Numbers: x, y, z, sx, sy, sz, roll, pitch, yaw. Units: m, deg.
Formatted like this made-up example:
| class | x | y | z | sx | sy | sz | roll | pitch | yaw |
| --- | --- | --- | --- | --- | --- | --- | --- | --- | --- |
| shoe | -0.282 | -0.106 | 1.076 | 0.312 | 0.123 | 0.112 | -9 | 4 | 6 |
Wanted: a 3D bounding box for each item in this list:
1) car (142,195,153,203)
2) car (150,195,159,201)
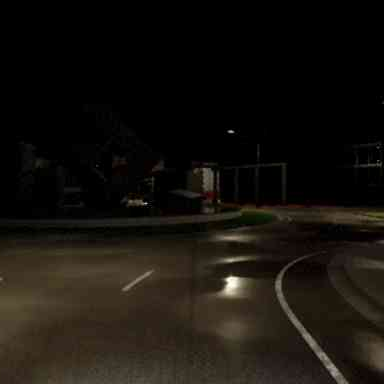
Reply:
| class | x | y | z | sx | sy | sz | roll | pitch | yaw |
| --- | --- | --- | --- | --- | --- | --- | --- | --- | --- |
| car | -10.197 | 1.763 | 76.086 | 2.128 | 1.511 | 4.902 | 0 | 0 | -1 |
| car | -10.432 | 1.600 | 91.947 | 2.097 | 1.767 | 4.553 | 0 | 0 | -1 |
